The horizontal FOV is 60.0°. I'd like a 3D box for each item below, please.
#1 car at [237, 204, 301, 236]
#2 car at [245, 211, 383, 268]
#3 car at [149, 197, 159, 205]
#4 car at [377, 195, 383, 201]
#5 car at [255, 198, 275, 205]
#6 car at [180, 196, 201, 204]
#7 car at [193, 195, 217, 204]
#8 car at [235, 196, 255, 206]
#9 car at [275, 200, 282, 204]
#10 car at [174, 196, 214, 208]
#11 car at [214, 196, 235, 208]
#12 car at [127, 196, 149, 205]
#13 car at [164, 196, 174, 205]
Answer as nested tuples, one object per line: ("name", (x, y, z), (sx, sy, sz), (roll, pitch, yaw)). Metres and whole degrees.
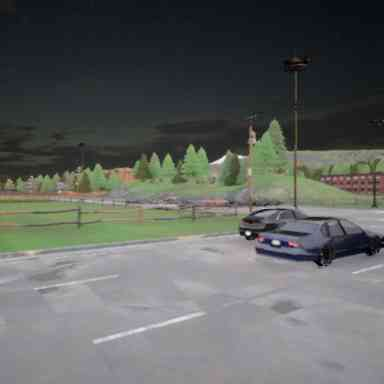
("car", (4.328, 1.502, 15.542), (4.892, 1.490, 1.837), (0, 0, -36))
("car", (4.516, 1.545, 11.328), (5.357, 1.411, 2.033), (0, 0, -36))
("car", (-7.635, 1.558, 60.633), (1.994, 1.385, 4.181), (0, 0, -36))
("car", (45.536, 1.480, 77.520), (1.837, 1.490, 4.892), (0, 0, -7))
("car", (9.229, 1.539, 49.337), (2.033, 1.411, 5.357), (0, 0, -36))
("car", (-0.315, 1.555, 62.473), (1.994, 1.385, 4.181), (0, 0, -36))
("car", (2.493, 1.468, 64.602), (1.882, 1.535, 5.008), (0, 0, -36))
("car", (6.224, 1.345, 47.516), (2.097, 1.767, 4.553), (0, 0, -36))
("car", (11.869, 1.554, 51.670), (1.994, 1.385, 4.181), (0, 0, -36))
("car", (0.180, 1.485, 43.917), (2.128, 1.511, 4.902), (0, 0, -36))
("car", (3.174, 1.345, 45.756), (2.097, 1.767, 4.553), (0, 0, -36))
("car", (-10.130, 1.487, 58.085), (2.128, 1.511, 4.902), (0, 0, -36))
("car", (-3.412, 1.518, 60.769), (1.812, 1.442, 4.674), (0, 0, -36))
